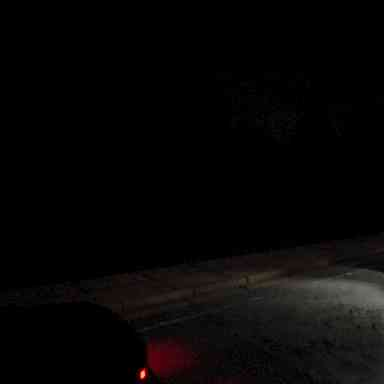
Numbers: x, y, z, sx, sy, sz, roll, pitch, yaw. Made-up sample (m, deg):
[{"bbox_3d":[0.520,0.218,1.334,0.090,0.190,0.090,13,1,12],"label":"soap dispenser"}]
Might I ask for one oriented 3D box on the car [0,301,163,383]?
[{"bbox_3d":[-2.792,1.542,1.945,5.357,1.411,2.033,0,0,-37],"label":"car"}]
